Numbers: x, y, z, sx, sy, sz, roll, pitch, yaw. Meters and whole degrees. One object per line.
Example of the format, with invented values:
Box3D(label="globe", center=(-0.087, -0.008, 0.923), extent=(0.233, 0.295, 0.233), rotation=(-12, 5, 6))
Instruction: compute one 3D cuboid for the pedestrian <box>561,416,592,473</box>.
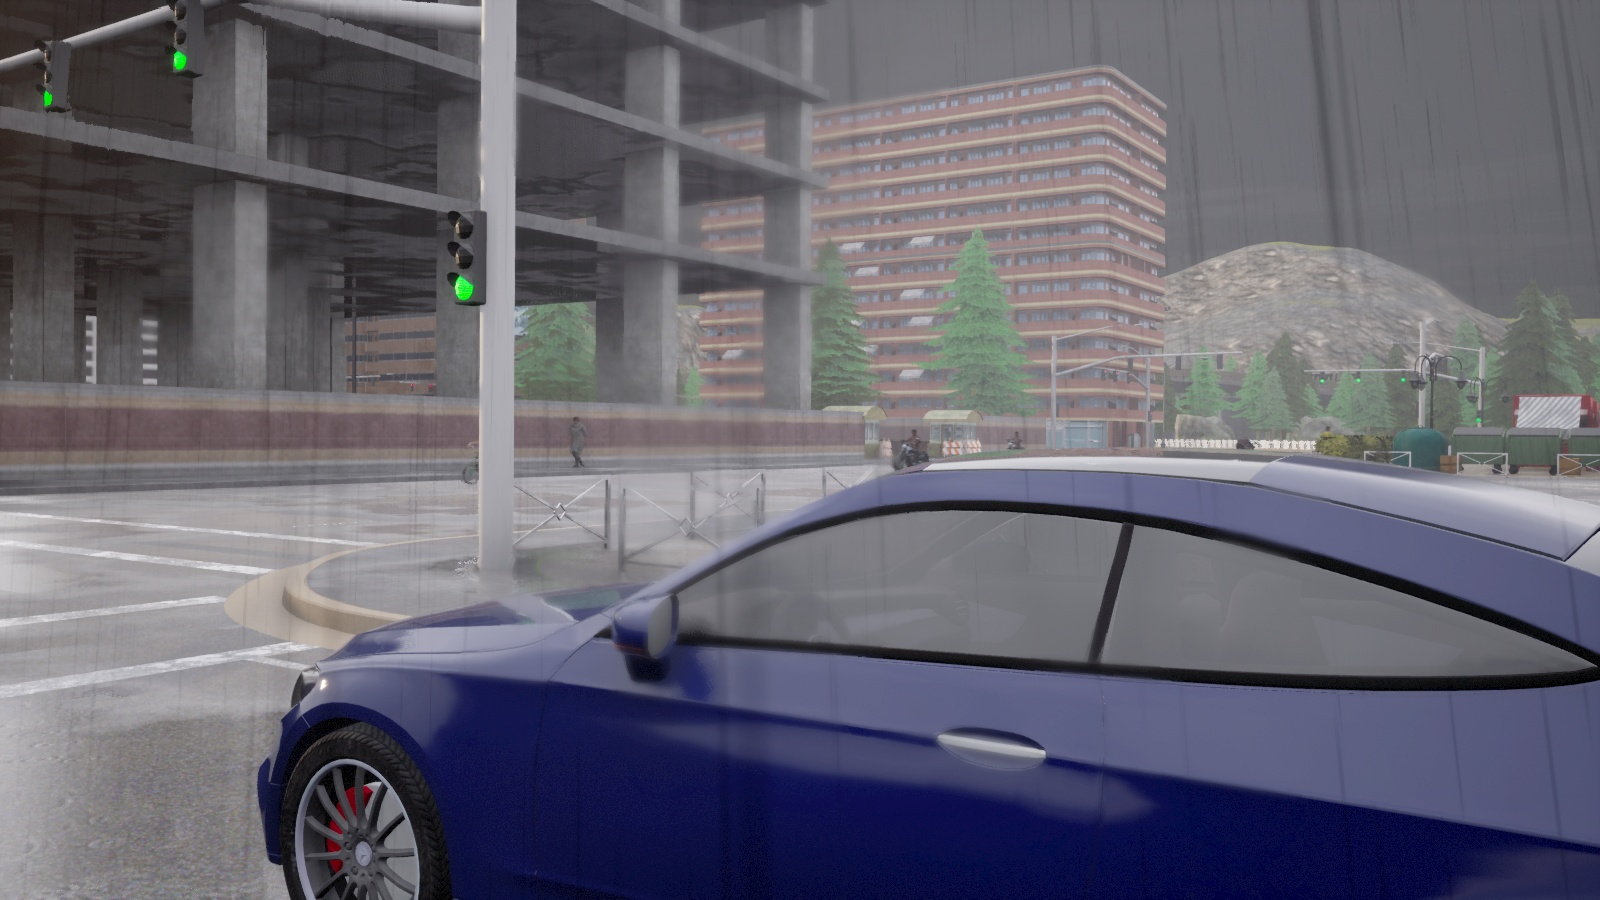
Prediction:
Box3D(label="pedestrian", center=(-7.755, -0.187, 43.594), extent=(0.659, 1.952, 0.873), rotation=(0, 1, 27))

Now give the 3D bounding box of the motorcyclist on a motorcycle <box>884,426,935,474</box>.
Box3D(label="motorcyclist on a motorcycle", center=(3.933, -0.020, 44.746), extent=(0.766, 1.649, 2.350), rotation=(0, 1, 33))

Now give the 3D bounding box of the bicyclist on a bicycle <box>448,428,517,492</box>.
Box3D(label="bicyclist on a bicycle", center=(-8.239, 0.241, 32.642), extent=(0.866, 1.612, 1.509), rotation=(0, 1, 34))

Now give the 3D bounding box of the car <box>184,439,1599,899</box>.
Box3D(label="car", center=(0.620, 0.708, 3.212), extent=(4.674, 1.442, 1.812), rotation=(0, 1, 34))
